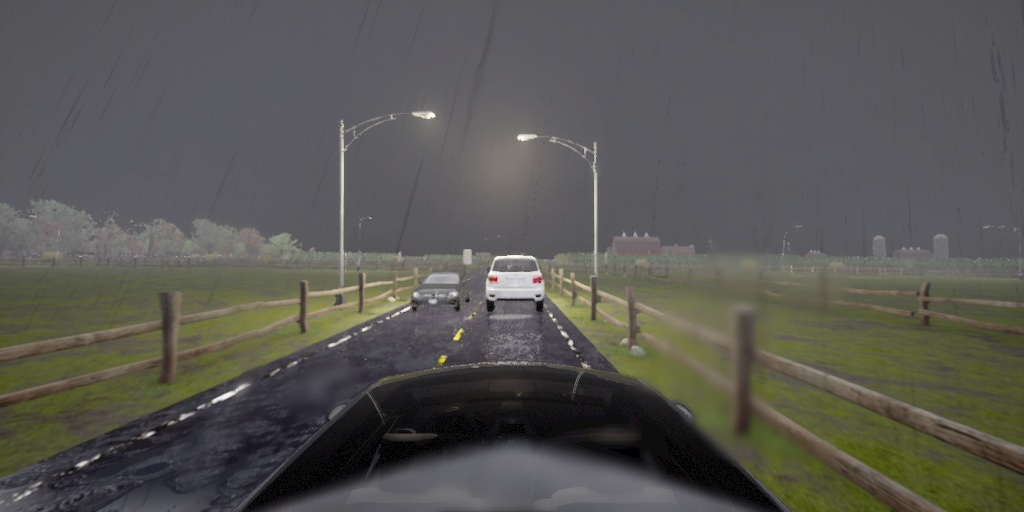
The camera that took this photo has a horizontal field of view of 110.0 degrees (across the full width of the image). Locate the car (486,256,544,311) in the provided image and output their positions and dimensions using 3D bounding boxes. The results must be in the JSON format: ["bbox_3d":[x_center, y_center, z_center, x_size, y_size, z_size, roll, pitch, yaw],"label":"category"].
[{"bbox_3d":[0.103,1.062,15.148,2.150,2.045,5.566,0,-1,0],"label":"car"}]

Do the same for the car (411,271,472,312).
[{"bbox_3d":[-2.791,1.372,15.040,1.812,1.442,4.674,0,-1,0],"label":"car"}]
